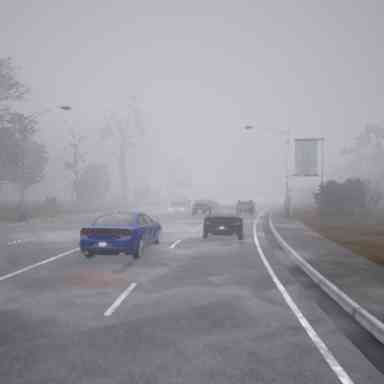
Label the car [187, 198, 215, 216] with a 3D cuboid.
[{"bbox_3d":[1.288,1.481,32.266,1.837,1.490,4.892,0,0,14],"label":"car"}]

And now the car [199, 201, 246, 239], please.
[{"bbox_3d":[1.746,1.471,17.541,1.882,1.535,5.008,0,0,9],"label":"car"}]

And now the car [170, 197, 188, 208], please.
[{"bbox_3d":[-1.677,1.416,48.294,1.882,1.535,5.008,0,0,17],"label":"car"}]

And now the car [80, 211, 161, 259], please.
[{"bbox_3d":[-2.477,1.457,12.687,1.882,1.535,5.008,0,0,6],"label":"car"}]

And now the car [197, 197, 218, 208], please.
[{"bbox_3d":[2.359,1.523,49.531,1.994,1.385,4.181,0,0,18],"label":"car"}]

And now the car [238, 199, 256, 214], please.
[{"bbox_3d":[5.689,1.487,35.269,2.128,1.511,4.902,0,0,15],"label":"car"}]
